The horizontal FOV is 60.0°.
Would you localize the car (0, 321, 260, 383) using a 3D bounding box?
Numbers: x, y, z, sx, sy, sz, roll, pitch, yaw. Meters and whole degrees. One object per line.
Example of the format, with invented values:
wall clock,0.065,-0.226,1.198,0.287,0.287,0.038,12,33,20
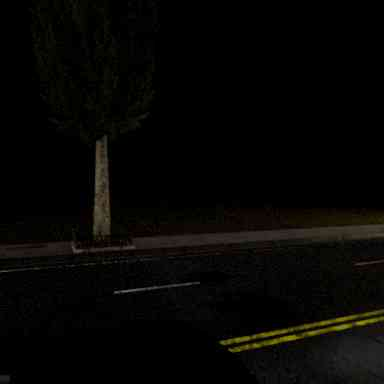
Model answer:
car,-1.694,1.601,2.026,4.718,1.301,1.895,0,0,-23
